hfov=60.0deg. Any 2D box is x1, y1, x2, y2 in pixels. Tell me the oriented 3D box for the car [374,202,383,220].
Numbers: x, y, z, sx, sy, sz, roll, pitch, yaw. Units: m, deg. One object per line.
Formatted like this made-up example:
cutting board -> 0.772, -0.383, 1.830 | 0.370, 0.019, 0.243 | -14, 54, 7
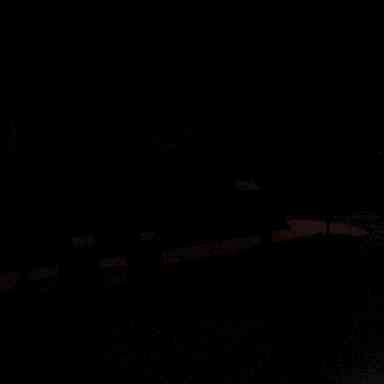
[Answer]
car -> 16.866, 1.185, 25.278 | 2.150, 2.045, 5.566 | 1, 0, -26
